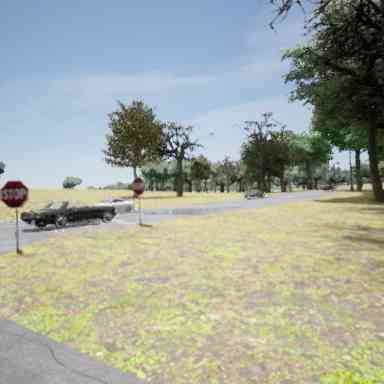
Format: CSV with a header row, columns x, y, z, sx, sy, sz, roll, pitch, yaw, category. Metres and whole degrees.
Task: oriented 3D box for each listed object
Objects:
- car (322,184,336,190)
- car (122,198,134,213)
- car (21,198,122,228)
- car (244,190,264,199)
x,y,z,sx,sy,sz,roll,pitch,yaw,category
35.188,-1.205,84.391,1.882,1.535,5.008,-3,0,35,car
-7.084,1.236,28.866,1.812,1.442,4.674,-3,0,34,car
-6.283,1.120,17.635,1.895,1.301,4.718,-3,-1,34,car
10.150,0.426,54.058,1.837,1.490,4.892,-3,1,34,car
